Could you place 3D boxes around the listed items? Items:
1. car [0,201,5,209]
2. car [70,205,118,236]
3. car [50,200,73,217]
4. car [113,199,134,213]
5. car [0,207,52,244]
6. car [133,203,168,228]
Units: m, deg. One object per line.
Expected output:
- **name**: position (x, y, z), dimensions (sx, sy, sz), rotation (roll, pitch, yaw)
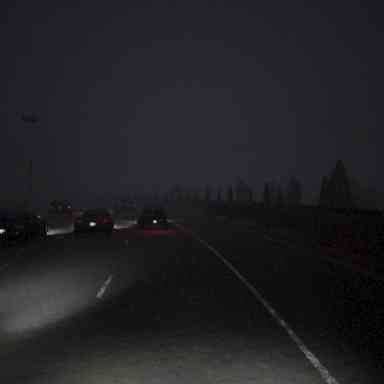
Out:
- **car**: position (-22.901, 1.748, 38.516), dimensions (2.128, 1.511, 4.902), rotation (0, 0, -24)
- **car**: position (-5.580, 1.675, 19.368), dimensions (1.994, 1.385, 4.181), rotation (0, 0, -11)
- **car**: position (-13.213, 1.554, 33.628), dimensions (2.097, 1.767, 4.553), rotation (0, 0, -19)
- **car**: position (-8.110, 1.567, 39.705), dimensions (2.097, 1.767, 4.553), rotation (0, 0, -22)
- **car**: position (-8.579, 1.670, 16.379), dimensions (1.994, 1.385, 4.181), rotation (0, 0, -10)
- **car**: position (-2.877, 1.626, 23.317), dimensions (1.837, 1.490, 4.892), rotation (0, 0, -13)
